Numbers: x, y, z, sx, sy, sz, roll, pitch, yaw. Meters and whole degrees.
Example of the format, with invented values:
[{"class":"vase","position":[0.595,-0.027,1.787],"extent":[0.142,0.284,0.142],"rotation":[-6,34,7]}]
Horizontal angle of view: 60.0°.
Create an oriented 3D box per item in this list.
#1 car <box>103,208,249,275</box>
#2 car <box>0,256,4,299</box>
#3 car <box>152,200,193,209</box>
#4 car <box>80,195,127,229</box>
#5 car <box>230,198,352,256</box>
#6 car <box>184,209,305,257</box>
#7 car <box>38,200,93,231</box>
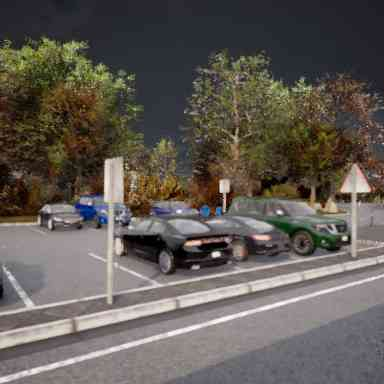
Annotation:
[{"class":"car","position":[-0.813,1.480,10.682],"extent":[2.097,1.535,5.008],"rotation":[1,0,-36]},{"class":"car","position":[-5.387,1.449,7.365],"extent":[2.002,1.452,4.674],"rotation":[1,0,-36]},{"class":"car","position":[-1.369,1.439,25.743],"extent":[2.185,1.767,4.553],"rotation":[2,-1,-36]},{"class":"car","position":[-6.065,1.255,22.377],"extent":[2.435,2.045,5.566],"rotation":[1,0,-36]},{"class":"car","position":[3.778,1.294,13.986],"extent":[2.435,2.045,5.566],"rotation":[1,0,-36]},{"class":"car","position":[1.474,1.553,12.345],"extent":[2.002,1.452,4.674],"rotation":[1,0,-36]},{"class":"car","position":[-8.273,1.476,20.818],"extent":[2.231,1.521,4.892],"rotation":[1,0,-36]}]
